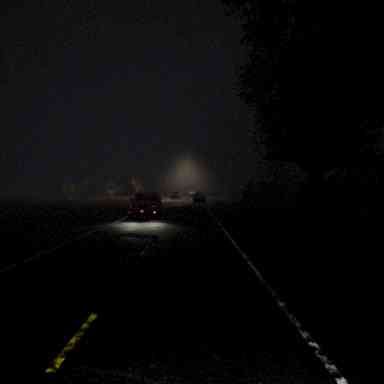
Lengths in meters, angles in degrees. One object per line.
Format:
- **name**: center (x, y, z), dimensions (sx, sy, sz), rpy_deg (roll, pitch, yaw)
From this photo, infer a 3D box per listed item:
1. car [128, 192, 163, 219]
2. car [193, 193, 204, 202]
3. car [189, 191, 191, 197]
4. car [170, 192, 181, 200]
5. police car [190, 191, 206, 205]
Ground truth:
- **car**: center (-3.581, 0.996, 26.566), dimensions (2.150, 2.045, 5.566), rpy_deg (0, 1, 0)
- **car**: center (1.091, 0.961, 59.632), dimensions (1.837, 1.490, 4.892), rpy_deg (0, 1, 0)
- **car**: center (0.059, 0.565, 83.999), dimensions (2.128, 1.511, 4.902), rpy_deg (0, 1, 0)
- **car**: center (-3.451, 0.698, 68.870), dimensions (2.097, 1.767, 4.553), rpy_deg (0, 1, 0)
- **police car**: center (1.085, 0.983, 49.741), dimensions (1.930, 1.638, 5.238), rpy_deg (0, 1, 0)
